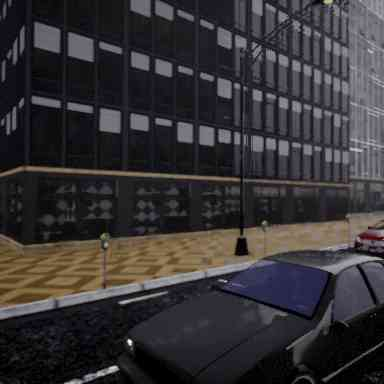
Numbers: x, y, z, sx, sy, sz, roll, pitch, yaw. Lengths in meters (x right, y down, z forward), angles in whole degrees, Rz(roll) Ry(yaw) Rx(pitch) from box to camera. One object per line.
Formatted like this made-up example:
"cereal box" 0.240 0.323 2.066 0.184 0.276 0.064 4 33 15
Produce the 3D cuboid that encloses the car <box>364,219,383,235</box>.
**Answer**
"car" 7.939 1.698 12.880 4.206 1.307 1.802 0 0 -38

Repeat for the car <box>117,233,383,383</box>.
"car" 1.730 1.603 4.738 5.357 1.411 2.033 0 -1 -38
